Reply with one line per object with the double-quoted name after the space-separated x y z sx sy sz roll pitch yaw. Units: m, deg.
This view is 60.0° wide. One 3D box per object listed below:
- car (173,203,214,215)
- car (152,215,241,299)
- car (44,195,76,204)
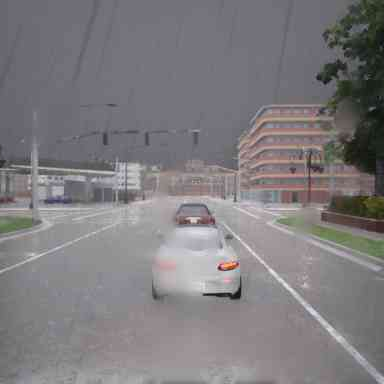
0.079 1.352 17.299 2.097 1.767 4.553 0 0 0 "car"
0.094 1.526 8.306 1.812 1.442 4.674 0 0 0 "car"
-23.388 1.295 58.028 4.611 1.667 2.242 0 0 1 "car"
